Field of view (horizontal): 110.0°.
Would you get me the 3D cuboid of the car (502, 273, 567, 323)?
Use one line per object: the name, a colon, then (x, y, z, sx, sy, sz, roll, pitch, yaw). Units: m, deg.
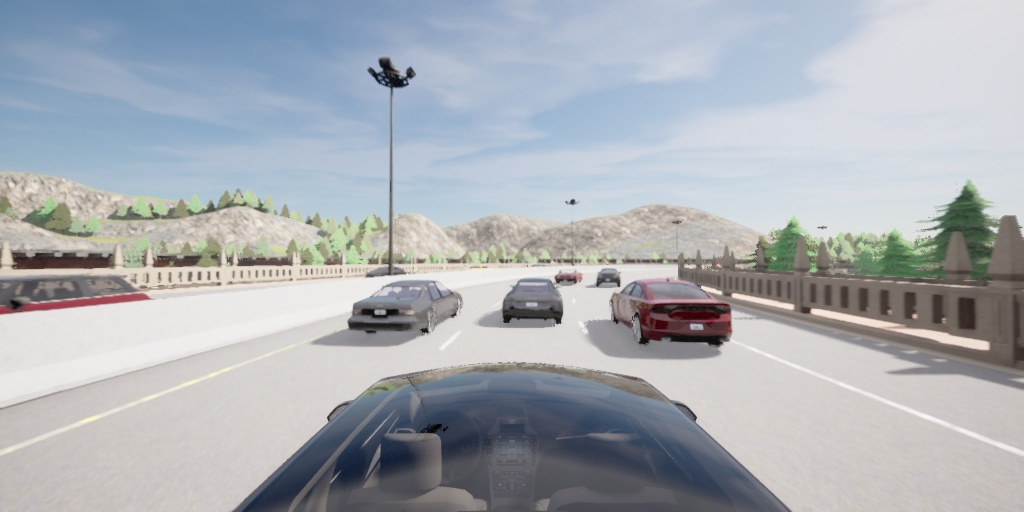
car: (0.834, 1.484, 12.957, 1.994, 1.385, 4.181, 0, -1, 7)

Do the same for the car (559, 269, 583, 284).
car: (5.235, 1.816, 32.353, 1.895, 1.301, 4.718, 0, -1, 19)

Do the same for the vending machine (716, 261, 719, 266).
vending machine: (31.216, 1.776, 54.978, 1.100, 2.100, 0.880, 0, 0, 41)

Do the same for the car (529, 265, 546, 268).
car: (3.927, 2.055, 54.611, 1.837, 1.490, 4.892, -1, -2, 31)

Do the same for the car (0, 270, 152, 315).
car: (-10.308, 1.175, 7.313, 2.097, 1.767, 4.553, 0, -1, 3)

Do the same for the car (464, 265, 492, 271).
car: (-4.341, 1.893, 46.348, 1.882, 1.535, 5.008, -1, -1, 25)

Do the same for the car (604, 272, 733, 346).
car: (4.020, 1.355, 9.899, 1.882, 1.535, 5.008, 0, -1, 4)

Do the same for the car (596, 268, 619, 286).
car: (8.039, 1.703, 29.625, 1.812, 1.442, 4.674, 0, -1, 18)

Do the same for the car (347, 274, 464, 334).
car: (-2.940, 1.436, 11.125, 2.033, 1.411, 5.357, 0, -1, 5)

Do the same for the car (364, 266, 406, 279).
car: (-12.364, 1.745, 35.253, 1.837, 1.490, 4.892, 0, -1, 18)
